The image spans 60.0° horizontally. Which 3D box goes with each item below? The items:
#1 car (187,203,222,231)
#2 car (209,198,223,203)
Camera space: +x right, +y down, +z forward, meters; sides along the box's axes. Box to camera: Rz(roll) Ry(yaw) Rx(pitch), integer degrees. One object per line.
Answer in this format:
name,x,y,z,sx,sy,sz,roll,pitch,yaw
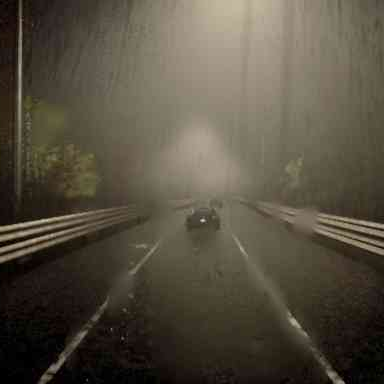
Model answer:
car,0.758,1.604,21.103,1.994,1.385,4.181,0,0,4
car,3.700,1.637,50.696,1.837,1.490,4.892,0,0,6
